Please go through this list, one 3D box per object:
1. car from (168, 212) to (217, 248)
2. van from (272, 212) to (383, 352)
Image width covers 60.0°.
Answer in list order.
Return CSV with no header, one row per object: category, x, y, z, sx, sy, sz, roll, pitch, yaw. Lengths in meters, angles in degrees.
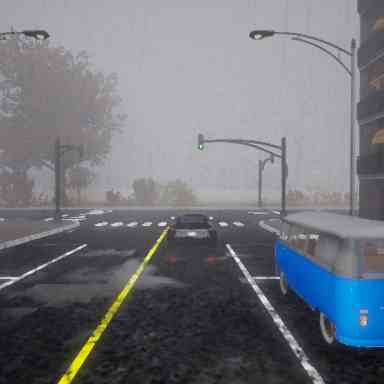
car,0.000,1.566,14.651,1.994,1.385,4.181,0,0,0
van,2.676,1.338,6.016,1.690,1.788,3.998,-1,0,0
